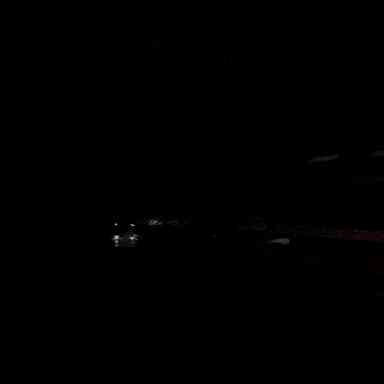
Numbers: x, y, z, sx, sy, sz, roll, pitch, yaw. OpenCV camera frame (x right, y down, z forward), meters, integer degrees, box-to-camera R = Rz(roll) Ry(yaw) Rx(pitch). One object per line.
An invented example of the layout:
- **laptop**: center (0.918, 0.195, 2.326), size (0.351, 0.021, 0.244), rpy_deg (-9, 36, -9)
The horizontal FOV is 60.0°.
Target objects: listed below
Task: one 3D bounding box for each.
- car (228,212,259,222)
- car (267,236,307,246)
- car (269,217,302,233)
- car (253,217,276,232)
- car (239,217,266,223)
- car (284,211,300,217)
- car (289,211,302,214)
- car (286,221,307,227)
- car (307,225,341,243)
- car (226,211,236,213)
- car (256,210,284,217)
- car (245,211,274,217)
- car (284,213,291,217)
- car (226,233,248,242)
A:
- **car**: center (7.829, 4.675, 52.624), size (2.435, 2.045, 5.566), rpy_deg (0, -1, 36)
- **car**: center (6.308, 4.655, 24.251), size (2.435, 2.045, 5.566), rpy_deg (0, 1, 36)
- **car**: center (12.763, 4.799, 45.235), size (2.185, 1.767, 4.553), rpy_deg (1, 0, 36)
- **car**: center (11.103, 4.926, 47.675), size (2.231, 1.521, 4.892), rpy_deg (1, 0, 36)
- **car**: center (9.458, 4.965, 50.133), size (2.002, 1.452, 4.674), rpy_deg (0, -1, 36)
- **car**: center (21.774, 6.060, 77.548), size (5.008, 1.535, 2.097), rpy_deg (2, 0, 36)
- **car**: center (26.728, 6.121, 80.966), size (4.553, 1.767, 2.185), rpy_deg (2, -1, 36)
- **car**: center (14.279, 4.919, 42.595), size (1.946, 1.575, 5.366), rpy_deg (1, 0, 36)
- **car**: center (16.022, 4.925, 40.292), size (2.231, 1.521, 4.892), rpy_deg (1, 0, 36)
- **car**: center (8.925, 5.980, 90.751), size (4.892, 1.521, 2.231), rpy_deg (0, -2, 36)
- **car**: center (16.814, 5.610, 74.145), size (5.566, 2.045, 2.435), rpy_deg (2, -1, 36)
- **car**: center (14.434, 5.752, 72.345), size (5.366, 1.575, 1.946), rpy_deg (2, -1, 36)
- **car**: center (19.271, 6.002, 75.849), size (4.674, 1.452, 2.002), rpy_deg (2, 0, 36)
- **car**: center (2.988, 4.655, 29.329), size (2.435, 2.045, 5.566), rpy_deg (-1, 0, 36)
